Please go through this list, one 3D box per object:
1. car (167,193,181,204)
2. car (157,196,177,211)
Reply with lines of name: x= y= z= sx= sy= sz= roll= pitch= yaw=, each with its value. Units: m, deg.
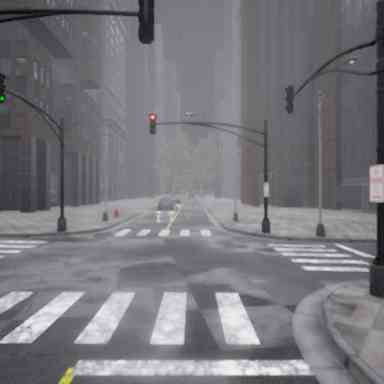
car: x=-3.044 y=1.417 z=60.337 sx=1.882 sy=1.535 sz=5.008 roll=0 pitch=0 yaw=0
car: x=-3.123 y=1.467 z=39.925 sx=1.837 sy=1.490 sz=4.892 roll=0 pitch=0 yaw=0
